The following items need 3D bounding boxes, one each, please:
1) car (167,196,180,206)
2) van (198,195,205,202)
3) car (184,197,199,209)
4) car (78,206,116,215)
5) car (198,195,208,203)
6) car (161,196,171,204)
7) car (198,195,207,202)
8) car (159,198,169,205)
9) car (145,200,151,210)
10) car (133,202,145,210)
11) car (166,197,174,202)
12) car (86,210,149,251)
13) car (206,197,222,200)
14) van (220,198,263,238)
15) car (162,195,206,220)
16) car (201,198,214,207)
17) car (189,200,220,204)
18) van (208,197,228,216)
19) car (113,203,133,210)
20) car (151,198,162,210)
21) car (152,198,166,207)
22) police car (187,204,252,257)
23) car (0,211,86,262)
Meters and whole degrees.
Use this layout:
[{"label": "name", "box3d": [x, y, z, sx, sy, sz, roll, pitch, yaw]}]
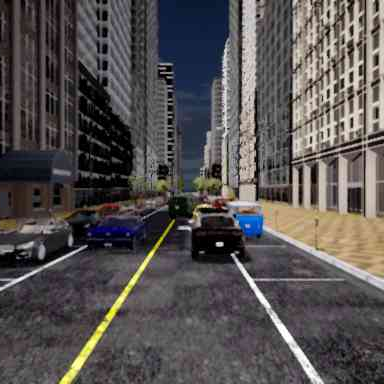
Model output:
[{"label": "car", "box3d": [-3.027, 1.450, 55.799, 1.882, 1.535, 5.008, 0, 0, 0]}, {"label": "van", "box3d": [2.638, 1.756, 91.748, 1.690, 1.788, 3.998, -1, 0, 0]}, {"label": "car", "box3d": [-0.024, 1.577, 49.215, 2.097, 1.767, 4.553, 0, 0, 0]}, {"label": "car", "box3d": [-5.707, 1.648, 17.856, 1.947, 1.339, 4.313, -1, 0, 0]}, {"label": "car", "box3d": [2.642, 1.680, 80.381, 2.192, 1.841, 5.009, -1, 0, 0]}, {"label": "car", "box3d": [-5.734, 1.780, 74.692, 1.967, 1.590, 4.097, -1, 0, 0]}, {"label": "car", "box3d": [2.640, 1.705, 86.065, 2.192, 1.841, 5.009, -1, 0, 0]}, {"label": "car", "box3d": [-5.730, 1.896, 69.008, 1.802, 1.307, 4.206, -1, 0, 0]}, {"label": "car", "box3d": [-5.715, 1.742, 34.907, 1.802, 1.307, 4.206, -1, 0, 0]}, {"label": "car", "box3d": [-5.713, 1.685, 29.223, 2.008, 1.369, 4.403, -1, 0, 0]}, {"label": "car", "box3d": [-5.738, 1.915, 85.890, 1.752, 1.417, 4.829, -1, 0, 0]}, {"label": "car", "box3d": [-3.108, 1.668, 14.549, 1.895, 1.301, 4.718, 0, 0, 0]}, {"label": "car", "box3d": [2.666, 1.449, 29.228, 2.192, 1.841, 5.009, -1, 0, 0]}, {"label": "van", "box3d": [2.672, 1.423, 17.861, 1.690, 1.788, 3.998, -1, 0, 0]}, {"label": "car", "box3d": [-0.157, 1.356, 29.591, 2.150, 2.045, 5.566, -1, 0, 24]}, {"label": "car", "box3d": [2.655, 1.814, 57.645, 2.008, 1.369, 4.403, -1, 0, 0]}, {"label": "car", "box3d": [0.888, 1.563, 23.395, 1.801, 1.575, 5.366, 0, 0, 0]}, {"label": "van", "box3d": [2.664, 1.501, 34.912, 1.690, 1.788, 3.998, -1, 0, 0]}, {"label": "car", "box3d": [-5.709, 1.653, 23.540, 1.887, 1.381, 4.507, -1, 0, 0]}, {"label": "car", "box3d": [-5.720, 1.762, 46.274, 2.008, 1.369, 4.403, -1, 0, 0]}, {"label": "car", "box3d": [-5.725, 1.814, 57.641, 2.008, 1.369, 4.403, -1, 0, 0]}, {"label": "police car", "box3d": [0.892, 1.487, 13.316, 1.930, 1.638, 5.238, 0, 0, 0]}, {"label": "car", "box3d": [-5.704, 1.607, 12.173, 2.008, 1.369, 4.403, -1, 0, 0]}]
